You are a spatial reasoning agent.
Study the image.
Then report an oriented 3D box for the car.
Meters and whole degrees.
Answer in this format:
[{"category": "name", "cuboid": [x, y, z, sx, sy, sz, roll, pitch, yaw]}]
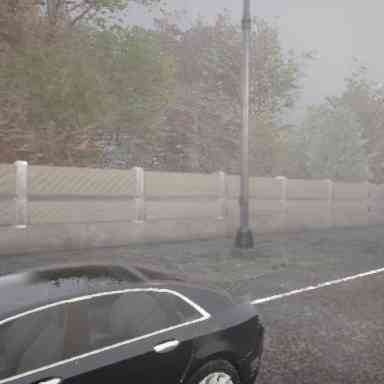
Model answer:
[{"category": "car", "cuboid": [-1.465, 1.506, 2.950, 4.892, 1.490, 1.837, 0, 0, -35]}]
